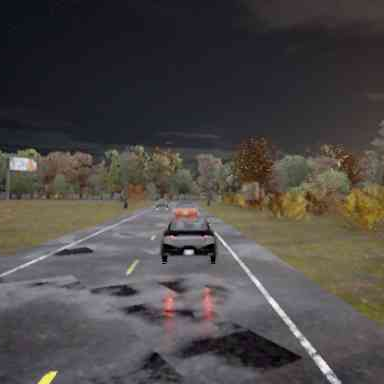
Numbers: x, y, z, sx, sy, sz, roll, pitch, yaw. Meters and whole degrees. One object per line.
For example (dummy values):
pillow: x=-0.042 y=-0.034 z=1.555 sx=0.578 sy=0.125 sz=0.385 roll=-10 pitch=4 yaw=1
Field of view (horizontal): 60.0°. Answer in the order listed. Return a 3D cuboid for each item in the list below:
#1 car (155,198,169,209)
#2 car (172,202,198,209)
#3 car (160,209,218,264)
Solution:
car: x=-5.049 y=1.878 z=56.831 sx=2.097 sy=1.767 sz=4.553 roll=0 pitch=0 yaw=-1
car: x=-0.543 y=1.612 z=27.345 sx=2.097 sy=1.767 sz=4.553 roll=0 pitch=-1 yaw=-1
car: x=-0.121 y=1.615 z=12.393 sx=2.128 sy=1.511 sz=4.902 roll=0 pitch=0 yaw=-1
